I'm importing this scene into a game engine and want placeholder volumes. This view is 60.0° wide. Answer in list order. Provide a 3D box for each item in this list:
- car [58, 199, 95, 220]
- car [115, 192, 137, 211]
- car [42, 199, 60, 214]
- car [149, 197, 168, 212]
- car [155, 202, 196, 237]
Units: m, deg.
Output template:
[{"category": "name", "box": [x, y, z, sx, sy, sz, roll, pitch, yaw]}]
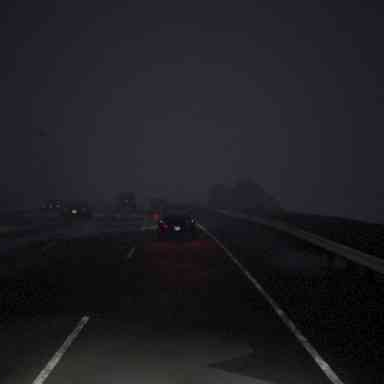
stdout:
[{"category": "car", "box": [-9.109, 1.446, 26.941, 1.994, 1.385, 4.181, 0, 0, -8]}, {"category": "car", "box": [-7.394, 1.052, 37.385, 2.150, 2.045, 5.566, 0, 0, -11]}, {"category": "car", "box": [-13.804, 1.402, 33.842, 2.033, 1.411, 5.357, 0, 0, -11]}, {"category": "car", "box": [-3.567, 1.325, 35.946, 2.128, 1.511, 4.902, 0, 0, -11]}, {"category": "car", "box": [-0.867, 1.444, 17.267, 1.812, 1.442, 4.674, 0, 0, -5]}]
